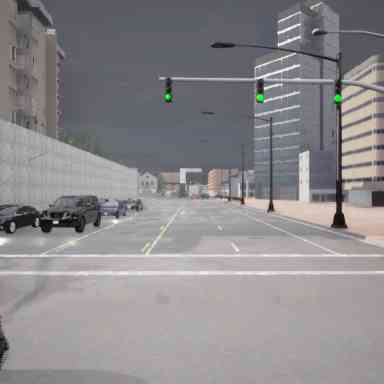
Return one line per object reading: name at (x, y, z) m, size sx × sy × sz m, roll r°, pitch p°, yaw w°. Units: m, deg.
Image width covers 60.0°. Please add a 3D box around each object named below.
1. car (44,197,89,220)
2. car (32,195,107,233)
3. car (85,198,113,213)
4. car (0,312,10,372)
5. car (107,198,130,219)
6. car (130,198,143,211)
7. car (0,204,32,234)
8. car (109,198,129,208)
car at (-10.608, 1.356, 28.533) m, size 2.097 × 1.767 × 4.553 m, roll 0°, pitch 0°, yaw 0°
car at (-7.102, 1.224, 20.096) m, size 2.150 × 2.045 × 5.566 m, roll 0°, pitch 0°, yaw 0°
car at (-10.605, 1.510, 38.350) m, size 1.837 × 1.490 × 4.892 m, roll 0°, pitch 0°, yaw 0°
car at (-4.127, 1.566, 3.161) m, size 4.181 × 1.385 × 1.994 m, roll 0°, pitch 0°, yaw 0°
car at (-7.107, 1.529, 29.737) m, size 1.812 × 1.442 × 4.674 m, roll 0°, pitch 0°, yaw 0°
car at (-7.102, 1.497, 40.079) m, size 2.128 × 1.511 × 4.902 m, roll 0°, pitch 0°, yaw 0°
car at (-10.606, 1.507, 19.465) m, size 1.837 × 1.490 × 4.892 m, roll 0°, pitch 0°, yaw 0°
car at (-10.570, 1.607, 48.411) m, size 1.895 × 1.301 × 4.718 m, roll 0°, pitch 0°, yaw 0°
